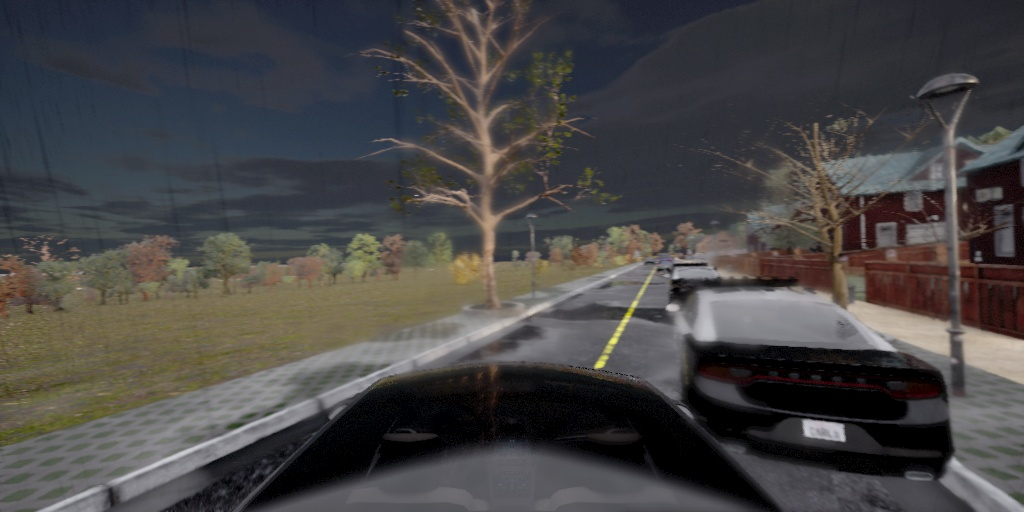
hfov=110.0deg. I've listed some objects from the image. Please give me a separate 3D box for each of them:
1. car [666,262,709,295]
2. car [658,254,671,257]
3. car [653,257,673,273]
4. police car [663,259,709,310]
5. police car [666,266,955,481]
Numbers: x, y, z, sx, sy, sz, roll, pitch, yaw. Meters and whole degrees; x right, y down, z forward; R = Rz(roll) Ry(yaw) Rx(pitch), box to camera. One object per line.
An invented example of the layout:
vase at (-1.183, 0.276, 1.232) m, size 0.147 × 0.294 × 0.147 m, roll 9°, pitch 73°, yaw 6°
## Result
car at (9.509, 1.134, 19.744) m, size 1.837 × 1.490 × 4.892 m, roll -2°, pitch -1°, yaw 23°
car at (23.139, 0.780, 54.309) m, size 2.150 × 2.045 × 5.566 m, roll -2°, pitch -1°, yaw 23°
car at (17.698, 1.154, 41.227) m, size 1.994 × 1.385 × 4.181 m, roll -2°, pitch -1°, yaw 23°
police car at (7.224, 1.072, 14.316) m, size 1.930 × 1.638 × 5.238 m, roll -2°, pitch -1°, yaw 23°
police car at (3.348, 1.104, 5.097) m, size 1.930 × 1.638 × 5.238 m, roll -2°, pitch -1°, yaw 23°
